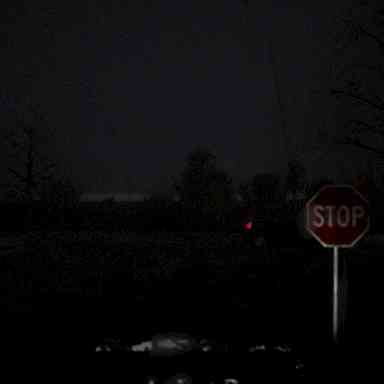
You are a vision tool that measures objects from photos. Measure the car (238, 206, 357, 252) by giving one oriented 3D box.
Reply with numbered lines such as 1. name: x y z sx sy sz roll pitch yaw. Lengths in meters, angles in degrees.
1. car: 4.254 1.383 13.688 4.553 1.767 2.097 1 0 0
